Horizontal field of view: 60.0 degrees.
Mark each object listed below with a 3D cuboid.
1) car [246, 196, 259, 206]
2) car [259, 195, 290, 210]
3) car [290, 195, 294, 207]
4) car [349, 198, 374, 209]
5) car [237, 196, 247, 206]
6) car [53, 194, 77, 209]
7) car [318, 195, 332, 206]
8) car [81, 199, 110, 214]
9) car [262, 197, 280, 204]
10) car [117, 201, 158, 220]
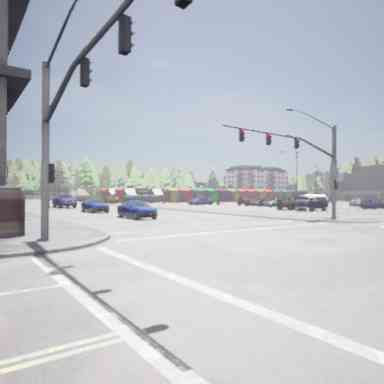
[{"bbox_3d":[11.498,1.679,55.526,3.905,1.438,1.784,1,0,-35],"label":"car"},{"bbox_3d":[13.167,1.711,53.161,3.806,1.475,1.970,1,0,-35],"label":"car"},{"bbox_3d":[19.011,1.583,70.912,4.605,1.855,1.932,1,0,-35],"label":"car"},{"bbox_3d":[28.830,1.826,57.160,3.806,1.475,1.970,1,0,-35],"label":"car"},{"bbox_3d":[9.911,1.468,57.690,4.605,1.855,1.932,1,0,-35],"label":"car"},{"bbox_3d":[-18.026,1.258,47.133,2.150,2.045,5.566,1,0,-36],"label":"car"},{"bbox_3d":[33.311,1.719,81.035,3.866,1.878,1.905,1,0,-35],"label":"car"},{"bbox_3d":[-10.791,1.517,36.997,1.882,1.535,5.008,1,0,-36],"label":"car"},{"bbox_3d":[17.392,1.794,73.314,3.905,1.438,1.784,1,0,-35],"label":"car"},{"bbox_3d":[-4.737,1.518,28.544,1.882,1.535,5.008,1,0,-36],"label":"car"}]
